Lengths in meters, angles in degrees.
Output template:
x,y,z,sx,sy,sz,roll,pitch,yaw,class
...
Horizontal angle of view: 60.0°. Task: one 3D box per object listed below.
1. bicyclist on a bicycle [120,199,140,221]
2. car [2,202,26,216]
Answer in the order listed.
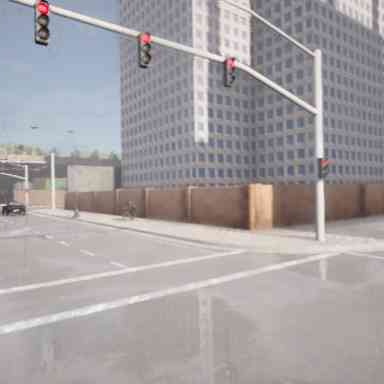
x,y,z,sx,sy,sz,roll,pitch,yaw,class
-4.646,1.367,24.768,1.656,1.620,0.582,-2,0,-36,bicyclist on a bicycle
-19.967,1.829,37.321,1.882,1.535,5.008,-1,0,-36,car
